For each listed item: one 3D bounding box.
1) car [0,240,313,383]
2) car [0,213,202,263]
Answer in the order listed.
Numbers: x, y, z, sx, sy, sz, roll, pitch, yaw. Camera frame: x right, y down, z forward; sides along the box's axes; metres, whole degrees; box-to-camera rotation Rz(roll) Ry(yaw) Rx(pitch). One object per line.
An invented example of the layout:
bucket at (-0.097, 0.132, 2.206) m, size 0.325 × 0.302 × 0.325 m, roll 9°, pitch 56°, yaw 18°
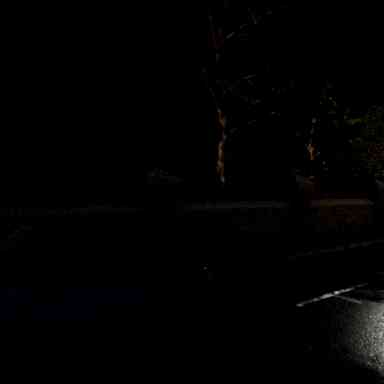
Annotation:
car at (-1.177, 1.478, 2.520) m, size 5.008 × 1.535 × 1.882 m, roll 0°, pitch 0°, yaw -35°
car at (-1.948, 1.315, 5.168) m, size 5.009 × 1.841 × 2.192 m, roll 0°, pitch 0°, yaw -36°
